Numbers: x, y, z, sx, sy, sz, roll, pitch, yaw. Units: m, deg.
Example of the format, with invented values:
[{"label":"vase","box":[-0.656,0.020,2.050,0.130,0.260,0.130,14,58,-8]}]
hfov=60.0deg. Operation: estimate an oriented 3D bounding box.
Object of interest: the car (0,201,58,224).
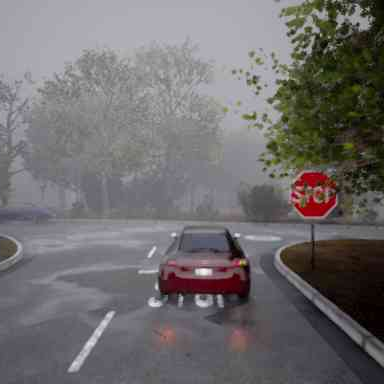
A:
[{"label":"car","box":[-11.239,1.306,21.703,4.674,1.442,1.812,1,-1,0]}]

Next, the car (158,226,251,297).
[{"label":"car","box":[0.346,1.556,8.605,1.994,1.385,4.181,0,0,3]}]
